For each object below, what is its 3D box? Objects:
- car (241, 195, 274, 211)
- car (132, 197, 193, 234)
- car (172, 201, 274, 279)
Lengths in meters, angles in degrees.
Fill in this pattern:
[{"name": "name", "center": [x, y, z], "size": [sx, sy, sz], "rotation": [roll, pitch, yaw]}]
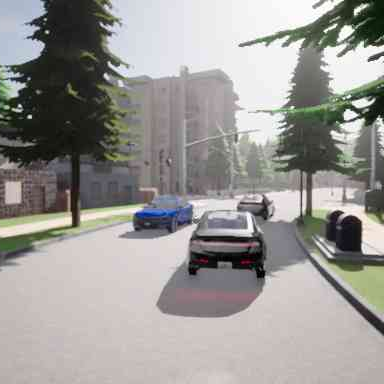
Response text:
[{"name": "car", "center": [4.130, 0.922, 21.376], "size": [2.128, 1.511, 4.902], "rotation": [1, 2, 21]}, {"name": "car", "center": [-1.259, 1.031, 16.561], "size": [1.882, 1.535, 5.008], "rotation": [0, 1, 15]}, {"name": "car", "center": [1.011, 1.241, 9.309], "size": [2.128, 1.511, 4.902], "rotation": [0, 2, 8]}]
